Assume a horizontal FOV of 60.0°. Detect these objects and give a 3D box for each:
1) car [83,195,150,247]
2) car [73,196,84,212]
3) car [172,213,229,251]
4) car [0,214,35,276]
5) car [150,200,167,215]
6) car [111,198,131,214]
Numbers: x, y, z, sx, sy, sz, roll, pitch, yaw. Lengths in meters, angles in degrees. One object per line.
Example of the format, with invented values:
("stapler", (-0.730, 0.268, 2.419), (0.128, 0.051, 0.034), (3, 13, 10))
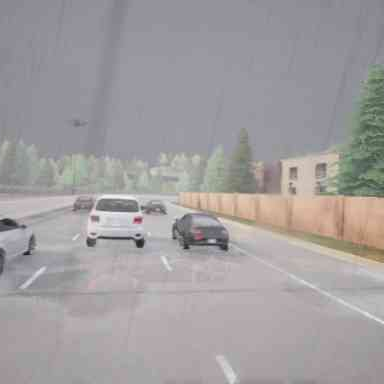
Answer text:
("car", (-3.290, 1.156, 14.790), (2.150, 2.045, 5.566), (3, 0, -11))
("car", (-10.601, 1.181, 33.216), (2.128, 1.511, 4.902), (3, 0, -11))
("car", (0.285, 1.640, 14.677), (1.812, 1.442, 4.674), (3, 0, -11))
("car", (-5.705, 1.298, 9.032), (1.812, 1.442, 4.674), (3, 0, -11))
("car", (-3.818, 1.569, 34.939), (1.812, 1.442, 4.674), (3, 0, -11))
("car", (-7.284, 1.390, 34.453), (1.812, 1.442, 4.674), (3, 0, -11))
